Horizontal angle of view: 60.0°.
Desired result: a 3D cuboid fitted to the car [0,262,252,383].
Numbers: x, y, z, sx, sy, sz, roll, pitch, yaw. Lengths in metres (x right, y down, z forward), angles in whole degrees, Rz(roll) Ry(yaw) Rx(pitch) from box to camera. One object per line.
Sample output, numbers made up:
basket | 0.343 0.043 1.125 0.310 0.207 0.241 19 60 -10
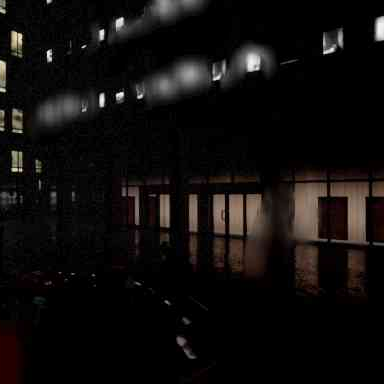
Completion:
car | -1.523 1.545 3.985 4.507 1.381 1.887 0 0 36
